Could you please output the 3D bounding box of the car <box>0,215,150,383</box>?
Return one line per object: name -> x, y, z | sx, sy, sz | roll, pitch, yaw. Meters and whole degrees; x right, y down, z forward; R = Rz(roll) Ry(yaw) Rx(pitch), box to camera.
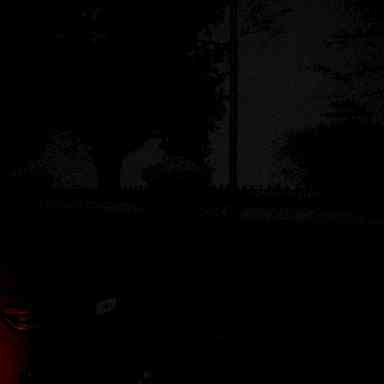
car -> -2.863, 1.278, 4.916 | 5.009, 1.841, 2.192 | 0, 0, 35
